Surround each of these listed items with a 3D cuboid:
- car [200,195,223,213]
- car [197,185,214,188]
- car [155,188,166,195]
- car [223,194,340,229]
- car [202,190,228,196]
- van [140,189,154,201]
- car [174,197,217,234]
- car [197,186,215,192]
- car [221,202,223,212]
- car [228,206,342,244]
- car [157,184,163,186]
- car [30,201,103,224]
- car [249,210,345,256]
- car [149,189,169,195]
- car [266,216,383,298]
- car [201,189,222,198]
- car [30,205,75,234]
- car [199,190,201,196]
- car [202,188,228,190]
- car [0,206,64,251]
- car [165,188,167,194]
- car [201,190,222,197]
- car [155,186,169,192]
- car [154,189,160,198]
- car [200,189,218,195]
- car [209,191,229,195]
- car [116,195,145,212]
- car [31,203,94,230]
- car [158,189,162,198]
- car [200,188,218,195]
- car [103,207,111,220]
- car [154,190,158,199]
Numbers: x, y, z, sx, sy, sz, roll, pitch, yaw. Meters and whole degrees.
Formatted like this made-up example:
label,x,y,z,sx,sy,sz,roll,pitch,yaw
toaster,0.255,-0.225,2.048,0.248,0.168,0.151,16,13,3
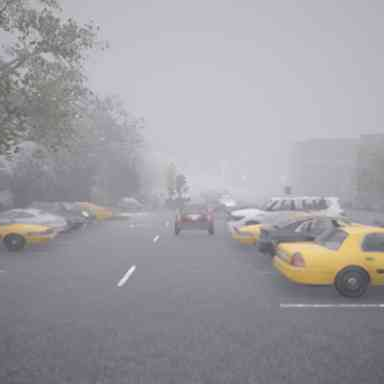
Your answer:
label,x,y,z,sx,sy,sz,roll,pitch,yaw
car,1.863,1.408,32.783,1.994,1.385,4.181,3,5,29
car,4.385,-0.334,93.390,5.008,1.535,2.097,0,3,0
car,-8.730,0.510,70.946,5.008,1.535,2.097,0,1,0
car,4.524,1.245,16.243,5.566,2.045,2.435,0,0,0
car,4.344,0.791,51.605,4.792,1.488,2.163,0,0,0
van,-8.639,0.538,51.541,4.442,1.987,1.878,1,0,0
car,0.116,1.373,19.338,2.097,1.767,4.553,0,0,0
car,4.303,0.418,62.744,5.566,2.045,2.435,0,1,0
car,4.585,1.534,21.794,4.792,1.488,2.163,0,0,0
car,4.365,1.489,13.466,5.366,1.575,1.946,0,0,0
car,-8.733,-0.443,90.442,5.566,2.045,2.435,0,3,0
car,-8.555,1.379,21.680,4.553,1.767,2.185,0,0,0
car,4.542,1.490,10.689,4.892,1.521,2.231,0,0,0
car,-8.714,-0.066,87.668,5.008,1.535,2.097,0,2,0
car,4.731,1.481,7.914,5.366,1.575,1.946,0,0,0
car,4.381,0.306,73.892,4.553,1.767,2.185,0,2,0
car,-8.525,1.537,16.264,4.674,1.452,2.002,0,0,0
car,4.333,0.703,59.954,5.008,1.535,2.097,0,1,0
car,4.292,0.602,57.174,4.553,1.767,2.185,0,1,0
car,-8.344,1.490,13.494,5.366,1.575,1.946,0,0,0
car,-8.725,0.436,73.735,5.008,1.535,2.097,0,2,0
car,4.383,0.377,76.683,4.792,1.488,2.163,0,2,0
car,-8.528,0.049,84.880,5.366,1.575,1.946,0,2,0
car,-8.781,0.734,59.913,4.792,1.488,2.163,0,1,0
car,4.368,-0.033,87.819,4.674,1.452,2.002,0,3,0
car,3.770,1.066,38.964,1.812,1.442,4.674,0,2,-10
car,-6.833,1.262,35.402,1.812,1.442,4.674,-2,3,-24
car,-8.496,1.531,19.034,4.792,1.488,2.163,0,0,0
car,-8.934,0.667,62.705,5.366,1.575,1.946,0,1,0
car,4.336,-0.080,85.027,4.553,1.767,2.185,0,2,0
car,-8.517,1.509,24.451,5.008,1.535,2.097,0,0,0
car,-8.760,0.769,57.001,4.674,1.452,2.002,0,0,0
